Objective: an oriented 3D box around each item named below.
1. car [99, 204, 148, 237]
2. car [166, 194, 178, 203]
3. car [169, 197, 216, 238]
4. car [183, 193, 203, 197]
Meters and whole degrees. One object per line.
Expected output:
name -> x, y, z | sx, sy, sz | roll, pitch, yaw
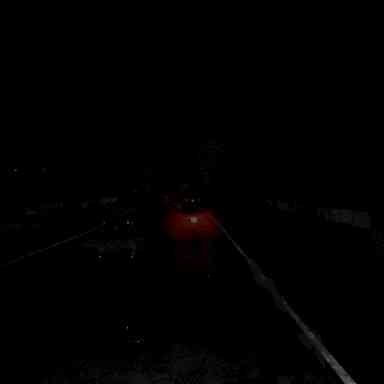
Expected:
car -> -3.598, 1.450, 18.113 | 1.882, 1.535, 5.008 | 0, 0, 0
car -> -3.531, 1.115, 59.744 | 2.097, 1.767, 4.553 | 0, 0, 1
car -> 0.102, 1.327, 17.533 | 2.097, 1.767, 4.553 | 0, 0, 0
car -> 0.103, 1.086, 40.353 | 2.150, 2.045, 5.566 | 0, 0, 0
